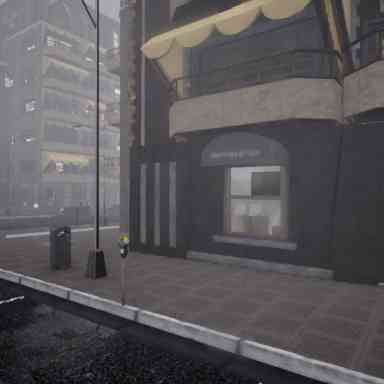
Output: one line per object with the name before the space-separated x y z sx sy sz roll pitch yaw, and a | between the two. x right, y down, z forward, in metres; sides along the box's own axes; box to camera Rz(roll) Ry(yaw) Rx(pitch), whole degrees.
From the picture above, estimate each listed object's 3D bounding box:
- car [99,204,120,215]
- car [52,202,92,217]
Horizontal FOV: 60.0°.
car | -9.407 2.063 39.871 1.802 1.307 4.206 -1 -1 35
car | -12.690 1.821 35.246 1.967 1.590 4.097 -1 -1 35
